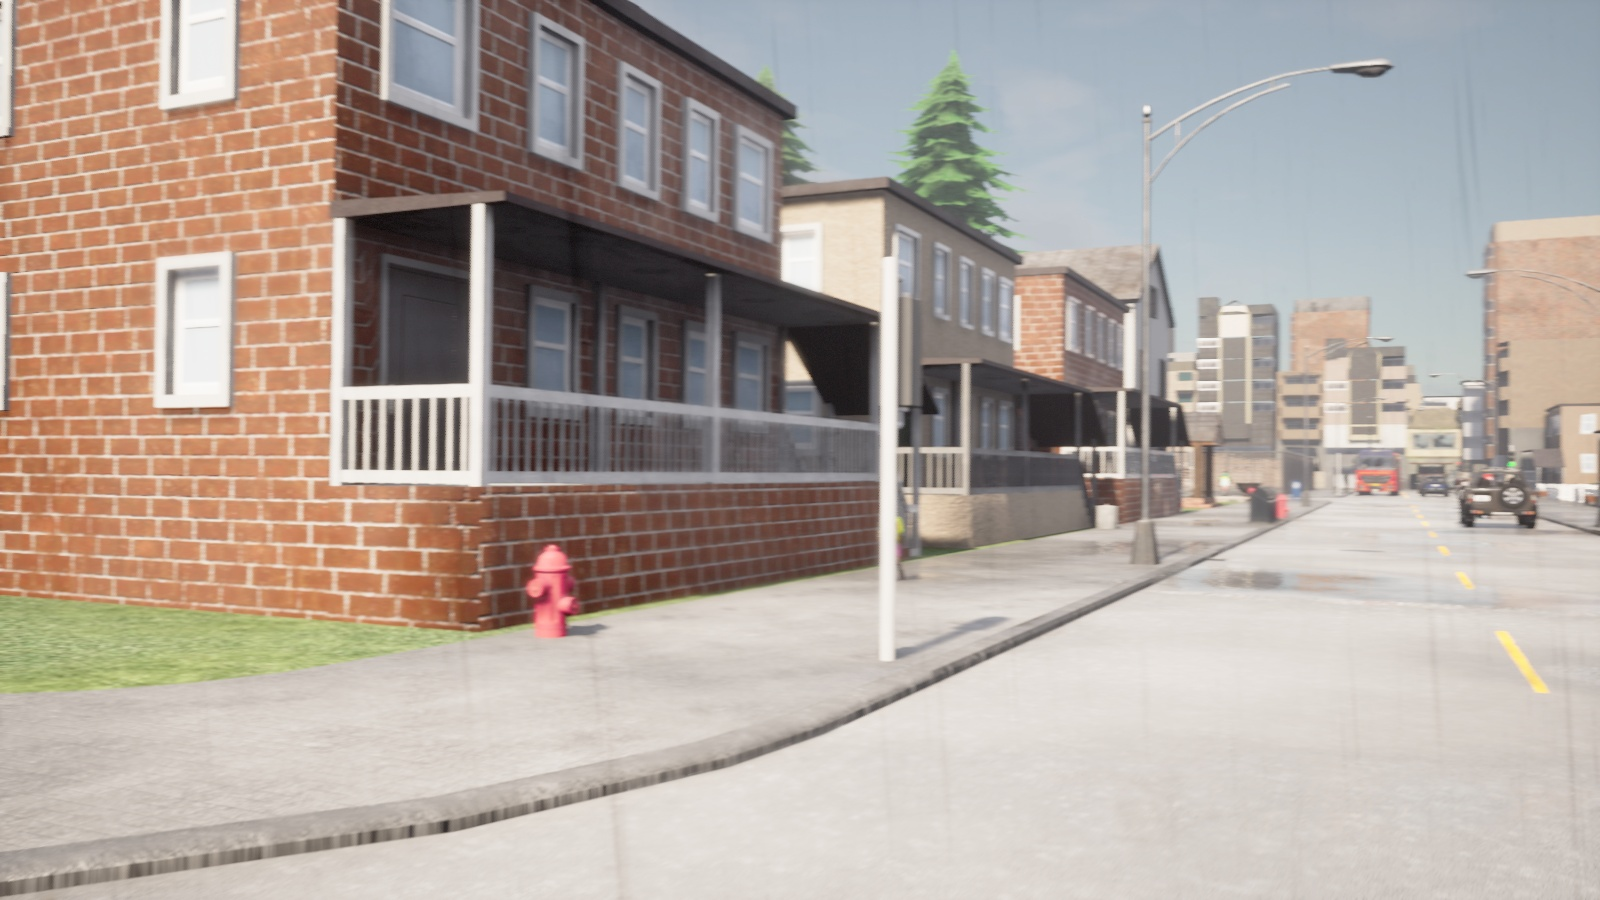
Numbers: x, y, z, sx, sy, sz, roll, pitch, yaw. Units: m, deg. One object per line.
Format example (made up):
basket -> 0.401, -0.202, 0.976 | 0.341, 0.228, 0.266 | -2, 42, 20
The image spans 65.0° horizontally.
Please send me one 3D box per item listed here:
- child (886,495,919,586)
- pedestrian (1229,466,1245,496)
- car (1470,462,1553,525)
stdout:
child -> 1.358, 1.184, 16.587 | 0.299, 1.160, 0.473 | 0, -1, 23
pedestrian -> 28.082, 1.984, 80.754 | 0.659, 1.952, 0.873 | -1, -1, 45
car -> 22.151, 1.308, 39.223 | 1.932, 1.855, 4.605 | 0, -1, 26
